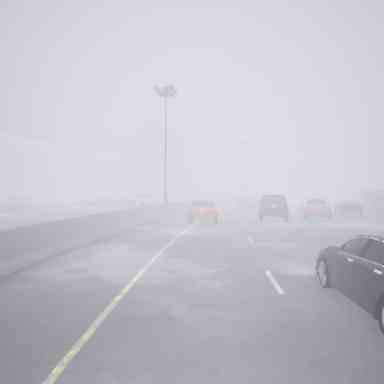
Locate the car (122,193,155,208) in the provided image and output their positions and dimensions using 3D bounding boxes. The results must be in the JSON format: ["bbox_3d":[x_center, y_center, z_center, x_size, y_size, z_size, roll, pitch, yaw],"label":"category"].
[{"bbox_3d":[-6.942,1.115,45.399,2.150,2.045,5.566,0,0,17],"label":"car"}]

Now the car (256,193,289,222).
[{"bbox_3d":[6.452,1.181,26.605,2.150,2.045,5.566,0,0,12],"label":"car"}]

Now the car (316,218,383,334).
[{"bbox_3d":[3.868,1.500,6.207,1.837,1.490,4.892,0,0,3],"label":"car"}]

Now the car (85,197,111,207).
[{"bbox_3d":[-13.297,1.422,48.472,2.033,1.411,5.357,0,0,18],"label":"car"}]

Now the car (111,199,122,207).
[{"bbox_3d":[-9.337,1.371,49.268,2.128,1.511,4.902,0,0,19],"label":"car"}]

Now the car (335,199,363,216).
[{"bbox_3d":[14.856,1.444,31.851,1.882,1.535,5.008,0,0,14],"label":"car"}]

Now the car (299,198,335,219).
[{"bbox_3d":[10.452,1.316,28.425,2.097,1.767,4.553,0,0,12],"label":"car"}]

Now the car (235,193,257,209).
[{"bbox_3d":[7.097,1.281,43.399,2.097,1.767,4.553,0,0,20],"label":"car"}]

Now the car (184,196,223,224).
[{"bbox_3d":[1.055,1.304,24.511,2.097,1.767,4.553,0,0,10],"label":"car"}]

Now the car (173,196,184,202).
[{"bbox_3d":[-1.343,1.420,50.951,1.812,1.442,4.674,0,0,21],"label":"car"}]

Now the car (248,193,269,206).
[{"bbox_3d":[10.721,1.137,53.302,2.150,2.045,5.566,0,0,24],"label":"car"}]
